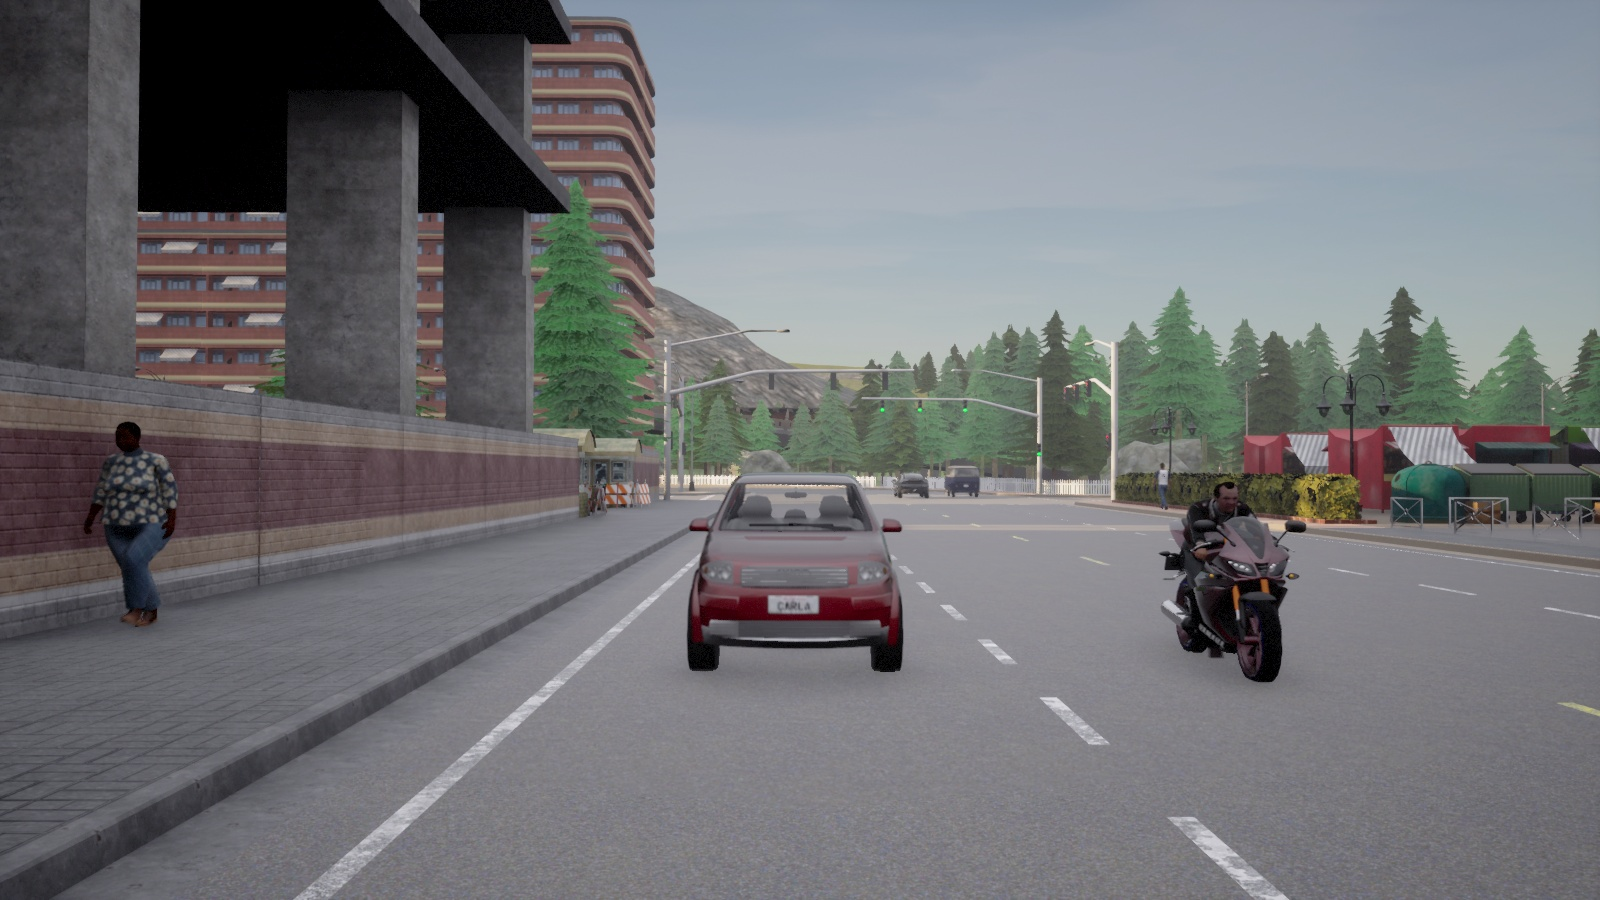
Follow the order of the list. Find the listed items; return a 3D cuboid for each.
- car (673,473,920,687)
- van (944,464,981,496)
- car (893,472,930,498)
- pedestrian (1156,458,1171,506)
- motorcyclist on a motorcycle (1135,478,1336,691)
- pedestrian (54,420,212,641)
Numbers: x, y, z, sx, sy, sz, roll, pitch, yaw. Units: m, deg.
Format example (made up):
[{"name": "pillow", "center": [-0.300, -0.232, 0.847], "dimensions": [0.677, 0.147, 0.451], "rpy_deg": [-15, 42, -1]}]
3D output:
[{"name": "car", "center": [-0.031, 0.978, 11.001], "dimensions": [1.789, 1.549, 3.705], "rpy_deg": [0, -1, 0]}, {"name": "van", "center": [10.279, 1.898, 79.825], "dimensions": [1.775, 1.987, 4.442], "rpy_deg": [0, -1, 0]}, {"name": "car", "center": [6.791, 2.117, 76.892], "dimensions": [1.837, 1.490, 4.892], "rpy_deg": [0, -1, 0]}, {"name": "pedestrian", "center": [13.765, 1.211, 47.584], "dimensions": [0.354, 1.836, 0.706], "rpy_deg": [0, -1, 0]}, {"name": "motorcyclist on a motorcycle", "center": [3.471, 1.008, 10.260], "dimensions": [0.866, 1.530, 2.191], "rpy_deg": [0, -1, 0]}, {"name": "pedestrian", "center": [-5.833, 0.687, 11.037], "dimensions": [0.874, 1.855, 0.900], "rpy_deg": [0, -1, 3]}]
